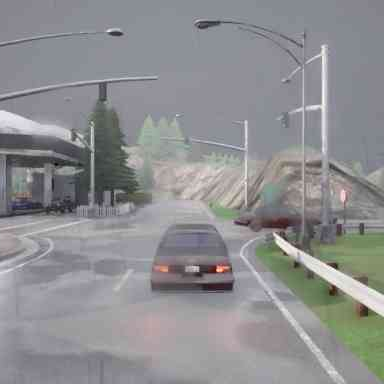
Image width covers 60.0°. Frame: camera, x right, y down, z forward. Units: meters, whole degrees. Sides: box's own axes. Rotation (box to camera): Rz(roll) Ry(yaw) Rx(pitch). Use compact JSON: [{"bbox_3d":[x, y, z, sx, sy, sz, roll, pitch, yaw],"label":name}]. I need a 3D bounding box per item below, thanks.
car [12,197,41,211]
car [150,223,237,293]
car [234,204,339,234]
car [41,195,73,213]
[{"bbox_3d":[-20.220,1.480,40.846,2.242,1.667,4.611,0,0,-1],"label":"car"},{"bbox_3d":[0.004,1.547,8.980,2.033,1.411,5.357,0,0,0],"label":"car"},{"bbox_3d":[4.993,1.386,17.972,5.357,1.411,2.033,-1,0,30],"label":"car"},{"bbox_3d":[-14.515,1.313,36.567,1.905,1.878,3.866,0,0,-1],"label":"car"}]
